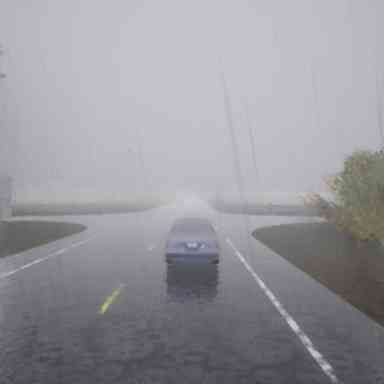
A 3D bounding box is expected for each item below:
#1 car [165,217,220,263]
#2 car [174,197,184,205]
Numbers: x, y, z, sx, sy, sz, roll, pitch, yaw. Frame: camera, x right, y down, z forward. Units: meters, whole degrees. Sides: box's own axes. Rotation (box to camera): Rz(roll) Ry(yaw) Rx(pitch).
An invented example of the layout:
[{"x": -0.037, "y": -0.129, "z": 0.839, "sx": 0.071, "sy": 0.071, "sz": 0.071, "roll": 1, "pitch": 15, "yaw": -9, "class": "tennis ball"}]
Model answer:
[{"x": 0.028, "y": 1.664, "z": 12.502, "sx": 2.033, "sy": 1.411, "sz": 5.357, "roll": 0, "pitch": 0, "yaw": 1, "class": "car"}, {"x": -2.974, "y": 1.977, "z": 74.674, "sx": 2.097, "sy": 1.767, "sz": 4.553, "roll": 0, "pitch": 0, "yaw": 1, "class": "car"}]
